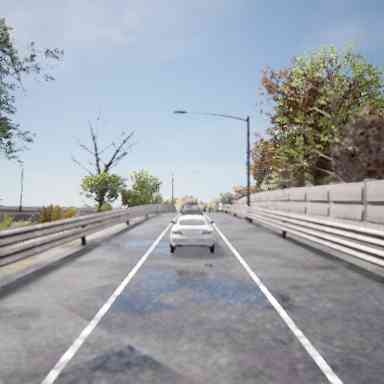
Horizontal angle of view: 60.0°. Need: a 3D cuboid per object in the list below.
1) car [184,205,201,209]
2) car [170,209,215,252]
[{"bbox_3d":[0.017,1.911,29.598,2.128,1.511,4.902,0,-1,0],"label":"car"},{"bbox_3d":[0.022,1.737,14.944,1.812,1.442,4.674,0,-1,0],"label":"car"}]
